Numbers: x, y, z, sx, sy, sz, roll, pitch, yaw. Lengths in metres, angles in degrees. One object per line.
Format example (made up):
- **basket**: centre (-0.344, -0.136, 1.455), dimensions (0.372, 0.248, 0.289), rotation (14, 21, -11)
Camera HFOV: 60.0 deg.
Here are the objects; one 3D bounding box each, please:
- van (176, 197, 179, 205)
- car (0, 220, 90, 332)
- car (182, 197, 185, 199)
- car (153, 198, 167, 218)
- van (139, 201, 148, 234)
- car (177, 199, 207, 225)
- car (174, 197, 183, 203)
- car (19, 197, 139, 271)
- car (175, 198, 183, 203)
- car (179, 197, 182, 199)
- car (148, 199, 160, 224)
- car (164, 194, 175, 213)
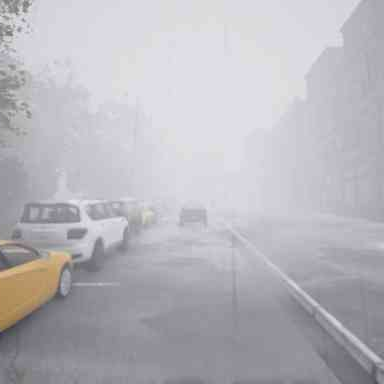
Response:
- **van**: centre (-3.643, 1.367, 55.733), dimensions (1.878, 1.987, 4.442), rotation (0, 0, 2)
- **car**: centre (-3.652, 1.488, 5.477), dimensions (2.097, 1.535, 5.008), rotation (0, 0, 2)
- **car**: centre (0.105, 1.628, 42.461), dimensions (2.033, 1.411, 5.357), rotation (0, 0, 0)
- **car**: centre (-3.650, 1.525, 27.757), dimensions (2.097, 1.535, 5.008), rotation (0, 0, 2)
- **van**: centre (-3.647, 1.279, 16.740), dimensions (1.878, 1.987, 4.442), rotation (0, 0, 2)
- **car**: centre (0.102, 1.517, 24.650), dimensions (1.882, 1.535, 5.008), rotation (0, 0, 0)
- **car**: centre (-3.627, 2.241, 88.994), dimensions (2.097, 1.535, 5.008), rotation (1, -2, 2)
- **car**: centre (-3.651, 1.244, 11.081), dimensions (2.435, 2.045, 5.566), rotation (0, 0, 2)
- **car**: centre (-3.634, 2.405, 94.553), dimensions (2.097, 1.535, 5.008), rotation (0, -1, 2)
- **car**: centre (-3.648, 1.480, 61.155), dimensions (2.185, 1.767, 4.553), rotation (0, 0, 2)
- **car**: centre (-3.643, 1.512, 22.378), dimensions (1.946, 1.575, 5.366), rotation (0, 0, 2)
- **car**: centre (-3.650, 1.426, 38.873), dimensions (2.185, 1.767, 4.553), rotation (0, 0, 2)
